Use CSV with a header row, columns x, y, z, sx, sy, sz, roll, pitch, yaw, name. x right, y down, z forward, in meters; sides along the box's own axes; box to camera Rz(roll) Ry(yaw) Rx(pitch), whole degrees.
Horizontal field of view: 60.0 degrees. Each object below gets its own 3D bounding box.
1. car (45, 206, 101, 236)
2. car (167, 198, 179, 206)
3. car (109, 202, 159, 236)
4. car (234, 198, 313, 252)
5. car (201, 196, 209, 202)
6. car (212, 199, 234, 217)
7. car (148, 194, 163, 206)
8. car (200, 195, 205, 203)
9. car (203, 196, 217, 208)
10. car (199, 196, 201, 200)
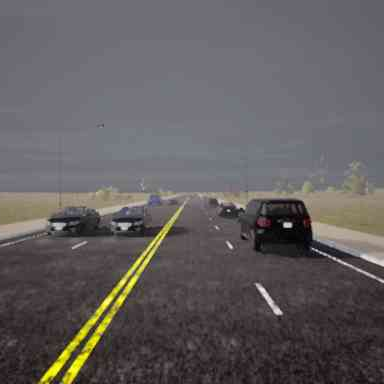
x,y,z,sx,sy,sz,roll,pitch,yaw,name
-6.599,1.555,18.947,2.128,1.511,4.902,0,0,0,car
-3.294,1.757,59.526,1.994,1.385,4.181,0,0,1,car
-3.349,1.555,18.948,2.128,1.511,4.902,0,0,0,car
3.350,1.270,14.322,2.150,2.045,5.566,0,0,0,car
3.251,1.731,86.210,1.801,1.575,5.366,0,0,0,car
3.350,1.671,32.223,1.994,1.385,4.181,0,0,0,car
-6.536,1.414,59.421,2.150,2.045,5.566,0,0,1,car
3.251,1.711,64.050,2.163,1.488,4.792,0,0,0,car
3.251,1.677,53.020,1.837,1.490,4.892,0,0,0,car
3.251,1.745,75.050,2.163,1.488,4.792,0,0,0,car
